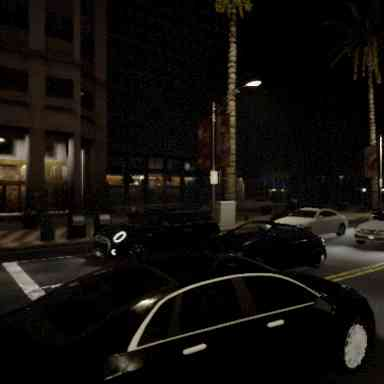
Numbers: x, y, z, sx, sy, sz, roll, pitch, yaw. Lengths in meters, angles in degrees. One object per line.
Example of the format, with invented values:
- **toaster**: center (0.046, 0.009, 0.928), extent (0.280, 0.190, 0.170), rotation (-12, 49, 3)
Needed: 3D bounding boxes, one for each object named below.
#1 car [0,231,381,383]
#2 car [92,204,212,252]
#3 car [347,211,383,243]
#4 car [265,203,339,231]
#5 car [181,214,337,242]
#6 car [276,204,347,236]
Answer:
- **car**: center (0.280, 1.506, 3.946), extent (4.892, 1.490, 1.837), rotation (0, 0, -36)
- **car**: center (-1.111, 1.355, 11.771), extent (4.553, 1.767, 2.097), rotation (0, 0, -35)
- **car**: center (9.073, 1.533, 14.656), extent (4.674, 1.442, 1.812), rotation (0, 0, -35)
- **car**: center (7.196, 1.521, 21.521), extent (4.786, 1.482, 2.161), rotation (0, 0, -36)
- **car**: center (2.043, 1.567, 9.714), extent (4.181, 1.385, 1.994), rotation (0, 0, -35)
- **car**: center (6.066, 1.532, 16.814), extent (4.674, 1.442, 1.812), rotation (0, 0, -35)
